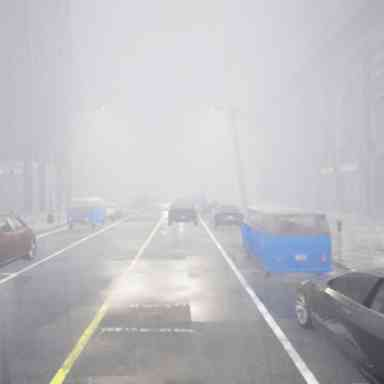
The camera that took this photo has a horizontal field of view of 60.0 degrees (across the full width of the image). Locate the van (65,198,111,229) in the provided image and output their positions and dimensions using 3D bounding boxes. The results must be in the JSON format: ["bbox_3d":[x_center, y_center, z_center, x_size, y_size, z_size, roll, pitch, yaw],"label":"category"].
[{"bbox_3d":[-6.421,1.275,20.554,1.690,1.788,3.998,0,0,-2],"label":"van"}]

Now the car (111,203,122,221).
[{"bbox_3d":[-6.605,1.434,26.018,1.752,1.417,4.829,0,0,-2],"label":"car"}]

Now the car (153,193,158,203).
[{"bbox_3d":[-7.752,1.311,59.986,1.887,1.381,4.507,0,0,-2],"label":"car"}]

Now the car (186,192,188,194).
[{"bbox_3d":[0.197,1.098,77.187,1.967,1.590,4.097,0,0,-2],"label":"car"}]

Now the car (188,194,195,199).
[{"bbox_3d":[-0.184,1.202,88.454,1.802,1.307,4.206,0,0,-2],"label":"car"}]

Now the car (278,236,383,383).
[{"bbox_3d":[2.669,1.533,3.954,1.947,1.339,4.313,0,0,-2],"label":"car"}]

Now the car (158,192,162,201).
[{"bbox_3d":[-8.132,1.274,71.251,2.008,1.369,4.403,0,0,-2],"label":"car"}]

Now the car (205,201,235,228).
[{"bbox_3d":[2.099,1.454,20.855,1.947,1.339,4.313,0,0,-2],"label":"car"}]

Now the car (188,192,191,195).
[{"bbox_3d":[0.957,1.058,54.654,2.192,1.841,5.009,0,0,-2],"label":"car"}]

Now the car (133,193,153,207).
[{"bbox_3d":[-7.372,1.125,48.719,2.192,1.841,5.009,0,0,-2],"label":"car"}]

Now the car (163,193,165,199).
[{"bbox_3d":[-8.513,1.235,82.517,2.008,1.369,4.403,0,0,-2],"label":"car"}]

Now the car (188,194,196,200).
[{"bbox_3d":[0.007,1.205,82.821,1.947,1.339,4.313,0,0,-2],"label":"car"}]

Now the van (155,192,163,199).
[{"bbox_3d":[-8.704,1.006,88.150,1.690,1.788,3.998,0,0,-2],"label":"van"}]

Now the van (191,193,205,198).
[{"bbox_3d":[1.147,1.106,49.021,1.690,1.788,3.998,0,0,-2],"label":"van"}]

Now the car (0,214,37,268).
[{"bbox_3d":[-6.041,1.426,9.288,1.967,1.590,4.097,0,0,-2],"label":"car"}]

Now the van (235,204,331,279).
[{"bbox_3d":[2.479,1.282,9.587,1.690,1.788,3.998,0,0,-2],"label":"van"}]

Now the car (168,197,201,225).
[{"bbox_3d":[-0.650,1.370,22.968,1.882,1.535,5.008,0,0,-2],"label":"car"}]

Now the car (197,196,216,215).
[{"bbox_3d":[1.718,1.382,32.121,1.887,1.381,4.507,0,0,-2],"label":"car"}]

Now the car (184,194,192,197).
[{"bbox_3d":[-1.324,1.368,42.964,1.994,1.385,4.181,0,0,-2],"label":"car"}]
